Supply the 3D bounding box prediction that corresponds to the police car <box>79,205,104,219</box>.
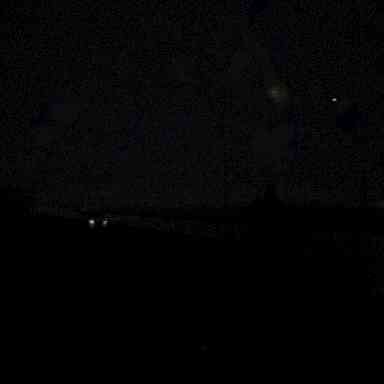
[{"bbox_3d":[-12.605,2.398,41.799,1.930,1.638,5.238,-2,0,-35],"label":"police car"}]
